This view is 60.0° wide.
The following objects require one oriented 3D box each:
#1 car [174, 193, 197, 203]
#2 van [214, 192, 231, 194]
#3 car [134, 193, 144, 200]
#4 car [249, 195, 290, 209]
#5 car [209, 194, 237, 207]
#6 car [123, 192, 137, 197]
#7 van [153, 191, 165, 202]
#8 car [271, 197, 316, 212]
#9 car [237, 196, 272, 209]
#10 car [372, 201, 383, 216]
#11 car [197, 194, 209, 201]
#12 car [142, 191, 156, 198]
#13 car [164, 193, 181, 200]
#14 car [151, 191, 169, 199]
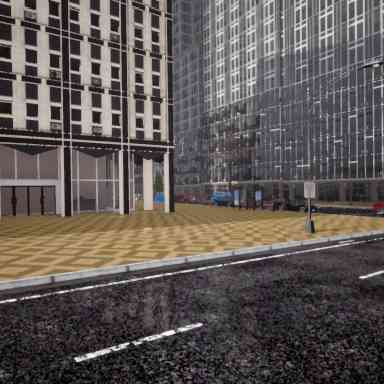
[{"bbox_3d":[-1.697,1.047,58.839,1.882,1.535,5.008,-1,1,-34],"label":"car"},{"bbox_3d":[5.260,0.855,58.812,1.690,1.788,3.998,0,1,-34],"label":"van"},{"bbox_3d":[-11.252,1.039,68.213,2.008,1.369,4.403,0,1,-34],"label":"car"},{"bbox_3d":[9.693,1.234,41.968,1.882,1.535,5.008,-1,1,-34],"label":"car"},{"bbox_3d":[4.669,1.319,44.676,1.947,1.339,4.313,0,1,-34],"label":"car"},{"bbox_3d":[-17.092,0.688,91.726,2.008,1.369,4.403,0,1,-34],"label":"car"},{"bbox_3d":[-4.865,0.937,58.807,1.690,1.788,3.998,0,1,-34],"label":"van"},{"bbox_3d":[10.993,1.424,35.229,1.947,1.339,4.313,0,1,-34],"label":"car"},{"bbox_3d":[7.814,1.388,39.943,1.802,1.307,4.206,0,1,-34],"label":"car"},{"bbox_3d":[18.486,1.419,29.373,1.812,1.442,4.674,-1,1,-37],"label":"car"},{"bbox_3d":[2.067,1.043,63.517,1.802,1.307,4.206,0,1,-34],"label":"car"},{"bbox_3d":[-10.706,0.686,82.322,1.967,1.590,4.097,0,1,-34],"label":"car"},{"bbox_3d":[-4.319,0.935,72.921,1.802,1.307,4.206,0,1,-34],"label":"car"},{"bbox_3d":[-7.513,0.614,77.619,2.192,1.841,5.009,0,1,-34],"label":"car"}]
